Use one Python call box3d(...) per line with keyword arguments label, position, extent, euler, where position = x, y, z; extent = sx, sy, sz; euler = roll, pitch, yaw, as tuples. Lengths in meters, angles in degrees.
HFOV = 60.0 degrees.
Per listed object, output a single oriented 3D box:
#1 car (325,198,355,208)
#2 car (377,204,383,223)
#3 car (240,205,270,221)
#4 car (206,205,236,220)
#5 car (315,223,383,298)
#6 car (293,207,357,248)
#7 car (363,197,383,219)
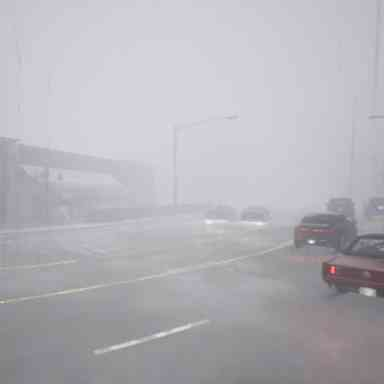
box3d(label="car", position=(12.891, 1.518, 28.962), extent=(2.150, 2.045, 5.566), euler=(0, -1, 23))
box3d(label="car", position=(12.423, 1.681, 19.524), extent=(2.128, 1.511, 4.902), euler=(0, -1, 25))
box3d(label="car", position=(5.825, 1.897, 30.518), extent=(1.994, 1.385, 4.181), euler=(0, -1, 24))
box3d(label="car", position=(2.880, 1.929, 32.509), extent=(1.994, 1.385, 4.181), euler=(0, -1, 24))
box3d(label="car", position=(5.020, 1.682, 8.094), extent=(1.895, 1.301, 4.718), euler=(-1, -1, 45))
box3d(label="car", position=(6.042, 1.662, 14.873), extent=(1.837, 1.490, 4.892), euler=(0, 0, 36))
box3d(label="car", position=(17.946, 1.538, 32.161), extent=(2.150, 2.045, 5.566), euler=(0, -1, 23))
